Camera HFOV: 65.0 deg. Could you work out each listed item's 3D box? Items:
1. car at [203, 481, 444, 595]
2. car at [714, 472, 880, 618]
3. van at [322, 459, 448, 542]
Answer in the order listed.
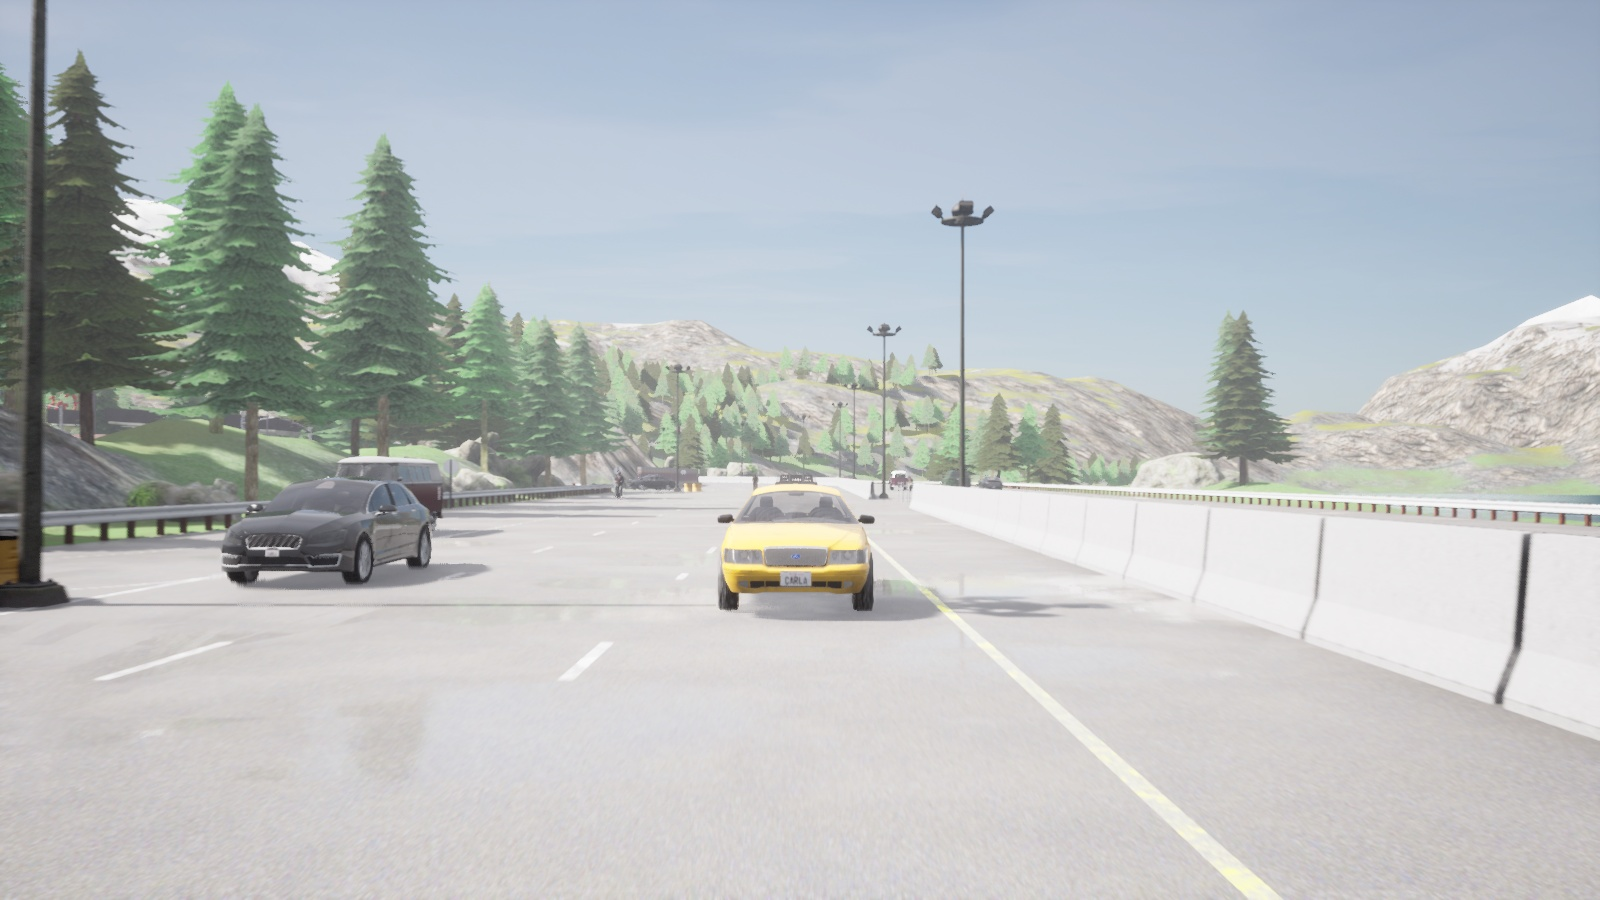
[{"bbox_3d":[-7.049,1.234,19.188,1.837,1.490,4.892,0,-1,0],"label":"car"},{"bbox_3d":[-0.042,1.084,16.311,1.801,1.575,5.366,0,-1,0],"label":"car"},{"bbox_3d":[-10.575,1.257,32.331,1.775,1.987,4.442,0,-1,0],"label":"van"}]
